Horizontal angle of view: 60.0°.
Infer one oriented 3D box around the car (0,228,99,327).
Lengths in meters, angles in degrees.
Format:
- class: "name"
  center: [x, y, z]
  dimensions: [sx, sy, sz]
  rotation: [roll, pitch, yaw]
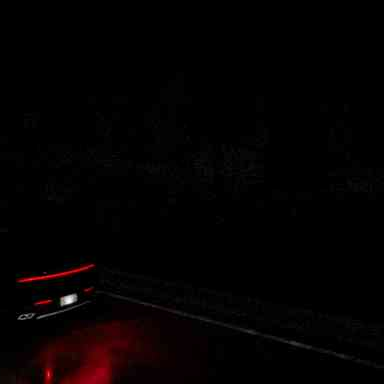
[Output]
- class: "car"
  center: [-3.971, 1.505, 6.824]
  dimensions: [4.892, 1.490, 1.837]
  rotation: [0, 0, 36]
